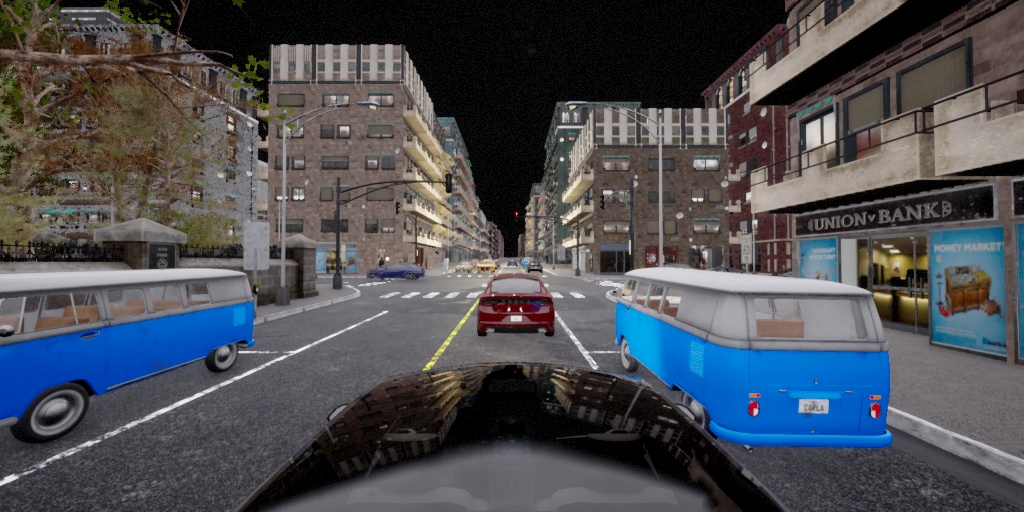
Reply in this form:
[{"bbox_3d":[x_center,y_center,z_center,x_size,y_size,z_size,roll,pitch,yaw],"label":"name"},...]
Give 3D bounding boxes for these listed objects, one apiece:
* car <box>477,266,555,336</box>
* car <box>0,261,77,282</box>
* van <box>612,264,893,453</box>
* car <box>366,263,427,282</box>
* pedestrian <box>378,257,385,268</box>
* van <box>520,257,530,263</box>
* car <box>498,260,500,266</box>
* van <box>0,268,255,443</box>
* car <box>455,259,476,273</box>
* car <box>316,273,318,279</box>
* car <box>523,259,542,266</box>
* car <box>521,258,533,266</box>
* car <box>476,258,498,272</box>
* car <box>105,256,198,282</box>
[{"bbox_3d":[0.098,1.230,10.381,1.882,1.535,5.008,0,0,0],"label":"car"},{"bbox_3d":[-35.359,1.093,25.945,5.357,1.411,2.033,0,-1,1],"label":"car"},{"bbox_3d":[2.658,1.092,5.020,1.690,1.789,3.998,0,0,0],"label":"van"},{"bbox_3d":[-9.232,1.269,28.809,4.674,1.442,1.812,0,-1,1],"label":"car"},{"bbox_3d":[-12.540,0.968,34.408,0.375,1.860,0.375,0,-1,1],"label":"pedestrian"},{"bbox_3d":[2.690,1.113,59.894,1.690,1.789,3.998,0,0,0],"label":"van"},{"bbox_3d":[-3.097,1.316,53.619,2.033,1.411,5.357,0,0,0],"label":"car"},{"bbox_3d":[-5.656,1.092,5.022,1.690,1.789,3.998,0,0,0],"label":"van"},{"bbox_3d":[-5.690,1.290,42.796,1.751,1.417,4.829,0,0,0],"label":"car"},{"bbox_3d":[-16.605,1.139,25.715,4.902,1.511,2.128,0,-1,1],"label":"car"},{"bbox_3d":[2.691,1.330,42.967,1.948,1.339,4.313,0,0,0],"label":"car"},{"bbox_3d":[2.691,1.317,48.609,2.007,1.370,4.403,0,0,0],"label":"car"},{"bbox_3d":[-3.102,1.242,43.658,1.882,1.535,5.008,0,0,0],"label":"car"},{"bbox_3d":[-25.831,0.949,25.827,4.553,1.767,2.097,0,-1,1],"label":"car"}]
